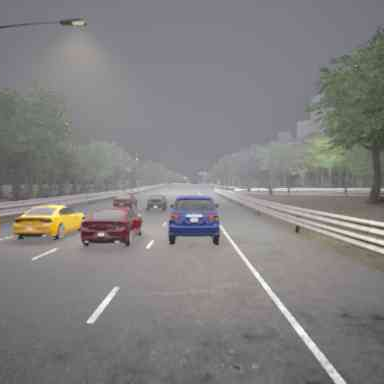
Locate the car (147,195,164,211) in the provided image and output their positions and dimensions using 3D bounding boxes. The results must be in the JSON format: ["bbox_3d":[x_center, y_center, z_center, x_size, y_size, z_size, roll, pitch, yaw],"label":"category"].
[{"bbox_3d":[-3.409,1.022,33.399,1.837,1.490,4.892,0,2,0],"label":"car"}]

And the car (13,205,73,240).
[{"bbox_3d":[-6.905,1.390,16.620,1.882,1.535,5.008,0,1,0],"label":"car"}]

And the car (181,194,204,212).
[{"bbox_3d":[0.089,1.012,33.295,2.128,1.511,4.902,0,2,0],"label":"car"}]

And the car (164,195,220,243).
[{"bbox_3d":[0.106,1.146,15.727,2.150,2.045,5.566,0,1,0],"label":"car"}]

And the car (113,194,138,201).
[{"bbox_3d":[-6.911,0.949,34.862,1.882,1.535,5.008,0,2,0],"label":"car"}]

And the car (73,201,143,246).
[{"bbox_3d":[-3.406,1.412,14.933,1.882,1.535,5.008,0,1,0],"label":"car"}]
